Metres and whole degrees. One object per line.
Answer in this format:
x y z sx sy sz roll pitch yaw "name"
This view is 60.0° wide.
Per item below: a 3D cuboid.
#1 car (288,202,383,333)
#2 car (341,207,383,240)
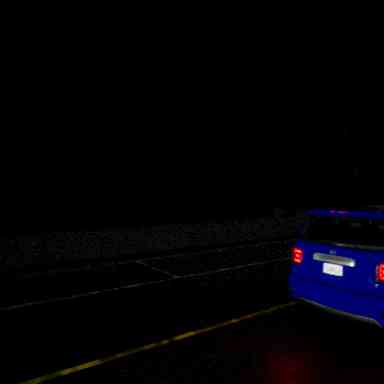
4.265 1.223 6.475 5.566 2.045 2.150 0 0 -36 "car"
9.998 1.567 17.645 4.313 1.339 1.947 0 0 -36 "car"
